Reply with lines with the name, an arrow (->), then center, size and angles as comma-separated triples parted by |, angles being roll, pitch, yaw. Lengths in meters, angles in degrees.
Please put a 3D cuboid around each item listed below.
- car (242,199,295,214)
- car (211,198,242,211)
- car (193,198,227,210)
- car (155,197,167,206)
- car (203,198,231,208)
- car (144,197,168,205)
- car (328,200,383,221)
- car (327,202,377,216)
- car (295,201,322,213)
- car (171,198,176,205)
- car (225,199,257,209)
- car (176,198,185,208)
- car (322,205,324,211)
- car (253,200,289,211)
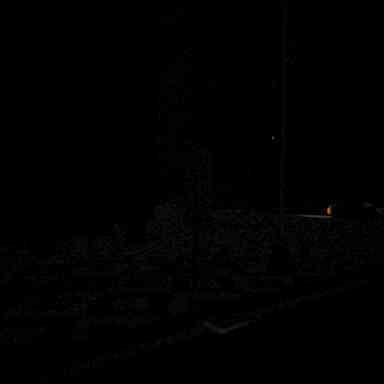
car -> 8.306, 1.520, 36.479 | 2.128, 1.511, 4.902 | 2, -1, -36
car -> 3.369, 1.504, 38.798 | 1.887, 1.381, 4.507 | 2, -1, -36
car -> 2.320, 1.540, 44.855 | 1.837, 1.490, 4.892 | 2, -1, -36
car -> -6.211, 1.409, 52.187 | 1.967, 1.590, 4.097 | 2, -1, -36
car -> 3.915, 1.748, 52.677 | 2.008, 1.369, 4.403 | 2, -1, -36
car -> -6.827, 1.673, 62.941 | 2.033, 1.411, 5.357 | 2, -1, -36
car -> 12.935, 1.390, 25.438 | 1.967, 1.590, 4.097 | 2, -1, -37
car -> 16.688, 1.750, 34.830 | 1.947, 1.339, 4.313 | 2, -1, -36
car -> 13.495, 1.769, 39.292 | 1.802, 1.307, 4.206 | 2, -1, -36
car -> -0.765, 1.673, 54.558 | 2.033, 1.411, 5.357 | 2, -1, -35
car -> 7.010, 1.719, 48.354 | 1.752, 1.417, 4.829 | 2, -1, -36
car -> 0.275, 1.488, 43.122 | 1.752, 1.417, 4.829 | 2, -1, -36
car -> 14.142, 1.501, 28.321 | 1.882, 1.535, 5.008 | 2, -1, -36
car -> 10.302, 1.757, 43.753 | 1.947, 1.339, 4.313 | 2, -1, -36
